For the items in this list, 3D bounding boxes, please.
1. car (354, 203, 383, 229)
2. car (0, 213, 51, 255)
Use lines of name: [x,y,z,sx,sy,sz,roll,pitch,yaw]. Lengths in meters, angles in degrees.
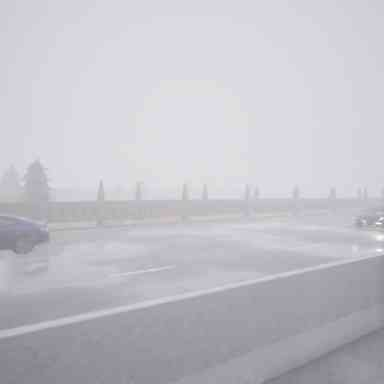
car: [12.074,1.489,20.755,4.892,1.490,1.837,0,0,-34]
car: [-7.426,1.473,11.545,4.674,1.442,1.812,0,0,-36]
